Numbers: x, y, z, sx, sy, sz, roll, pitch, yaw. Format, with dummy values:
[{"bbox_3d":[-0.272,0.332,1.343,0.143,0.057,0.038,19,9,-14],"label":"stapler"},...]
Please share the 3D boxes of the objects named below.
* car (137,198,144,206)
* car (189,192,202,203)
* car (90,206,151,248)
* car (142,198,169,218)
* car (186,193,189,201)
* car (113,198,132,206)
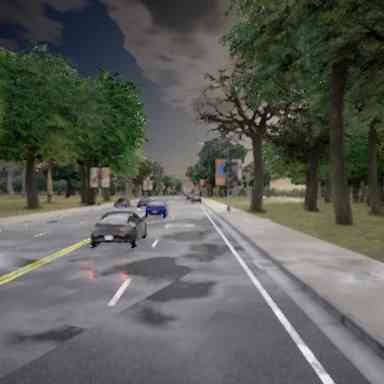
[{"bbox_3d":[-6.716,1.608,47.855,2.033,1.411,5.357,0,0,0],"label":"car"},{"bbox_3d":[0.884,1.408,68.024,2.097,1.767,4.553,0,0,0],"label":"car"},{"bbox_3d":[-3.155,1.568,14.908,1.812,1.442,4.674,0,0,0],"label":"car"},{"bbox_3d":[-3.214,1.535,31.299,1.882,1.535,5.008,0,0,0],"label":"car"},{"bbox_3d":[-0.357,1.276,85.438,2.097,1.767,4.553,0,0,0],"label":"car"},{"bbox_3d":[-9.964,1.586,47.824,1.812,1.442,4.674,0,0,0],"label":"car"}]
